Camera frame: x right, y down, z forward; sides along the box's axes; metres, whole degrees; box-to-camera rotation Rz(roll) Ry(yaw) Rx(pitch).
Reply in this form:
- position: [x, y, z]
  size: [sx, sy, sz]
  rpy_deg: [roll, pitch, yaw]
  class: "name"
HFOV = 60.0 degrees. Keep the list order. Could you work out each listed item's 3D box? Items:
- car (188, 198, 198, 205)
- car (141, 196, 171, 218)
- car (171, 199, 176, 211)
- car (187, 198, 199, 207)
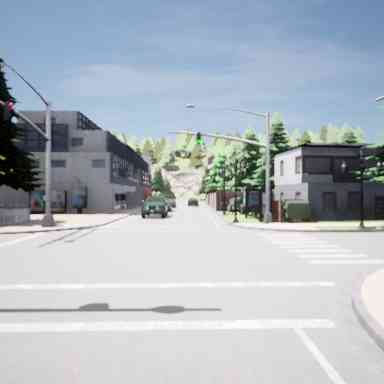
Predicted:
- position: [0.209, 1.939, 69.615]
  size: [2.033, 1.411, 5.357]
  rpy_deg: [0, 0, 0]
  class: "car"
- position: [-3.547, 1.404, 32.340]
  size: [2.150, 2.045, 5.566]
  rpy_deg: [0, 0, 0]
  class: "car"
- position: [-3.528, 1.730, 42.388]
  size: [2.128, 1.511, 4.902]
  rpy_deg: [0, 0, 0]
  class: "car"
- position: [0.199, 1.838, 59.194]
  size: [1.837, 1.490, 4.892]
  rpy_deg: [0, 0, 0]
  class: "car"
